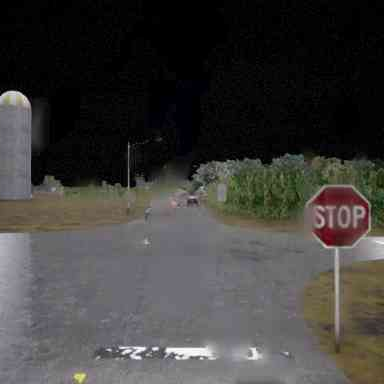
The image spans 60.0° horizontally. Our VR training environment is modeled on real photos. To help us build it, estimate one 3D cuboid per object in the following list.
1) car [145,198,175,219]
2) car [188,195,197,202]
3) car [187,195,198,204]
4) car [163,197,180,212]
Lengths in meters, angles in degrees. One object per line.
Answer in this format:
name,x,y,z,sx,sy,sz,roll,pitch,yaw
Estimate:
car,-2.856,1.507,28.893,1.837,1.490,4.892,0,0,2
car,0.092,1.359,71.203,1.994,1.385,4.181,0,0,0
car,0.078,1.461,60.779,1.882,1.535,5.008,0,0,0
car,-2.795,1.352,38.923,2.097,1.767,4.553,0,0,0
